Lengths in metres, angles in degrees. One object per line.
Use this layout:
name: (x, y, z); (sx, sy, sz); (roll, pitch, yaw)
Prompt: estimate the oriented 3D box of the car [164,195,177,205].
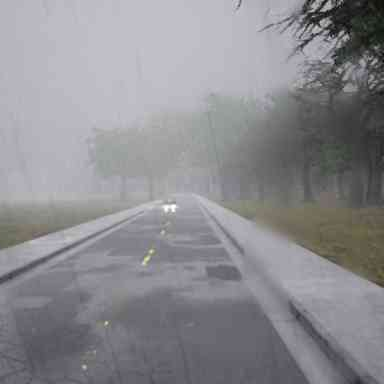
car: (-3.321, 1.172, 51.683); (2.128, 1.511, 4.902); (-1, 0, -1)
